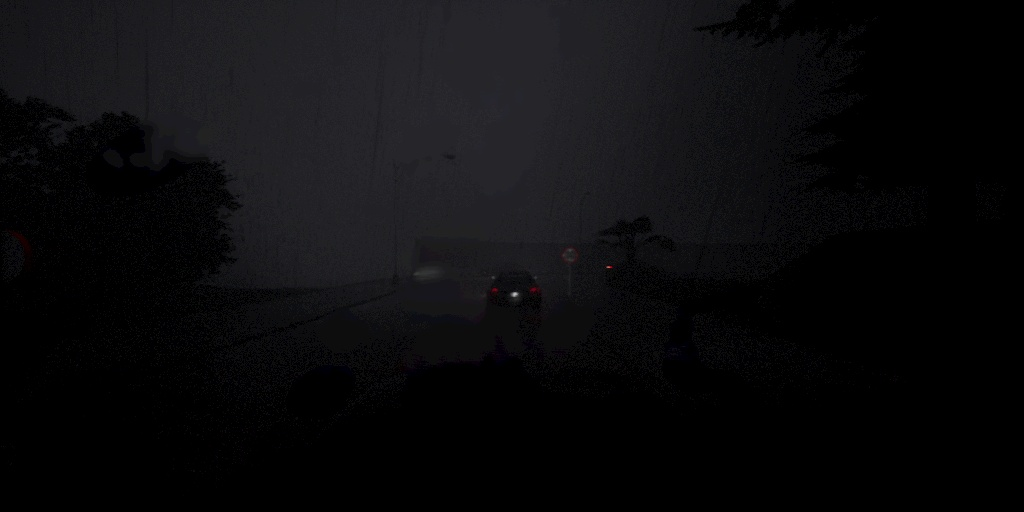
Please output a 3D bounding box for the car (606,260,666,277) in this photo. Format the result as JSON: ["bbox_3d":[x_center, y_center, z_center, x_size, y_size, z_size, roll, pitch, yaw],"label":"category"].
[{"bbox_3d":[10.481,1.121,30.420,4.892,1.490,1.837,0,-2,1],"label":"car"}]

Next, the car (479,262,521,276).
[{"bbox_3d":[-0.726,1.179,30.695,4.181,1.385,1.994,0,0,-40],"label":"car"}]

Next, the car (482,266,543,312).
[{"bbox_3d":[0.099,1.255,14.012,1.994,1.385,4.181,0,0,0],"label":"car"}]
